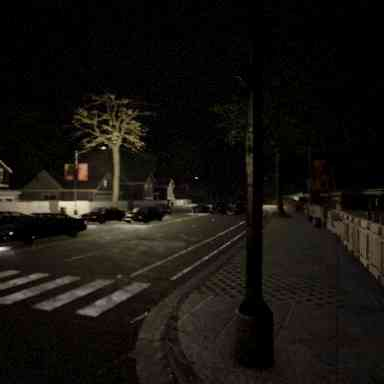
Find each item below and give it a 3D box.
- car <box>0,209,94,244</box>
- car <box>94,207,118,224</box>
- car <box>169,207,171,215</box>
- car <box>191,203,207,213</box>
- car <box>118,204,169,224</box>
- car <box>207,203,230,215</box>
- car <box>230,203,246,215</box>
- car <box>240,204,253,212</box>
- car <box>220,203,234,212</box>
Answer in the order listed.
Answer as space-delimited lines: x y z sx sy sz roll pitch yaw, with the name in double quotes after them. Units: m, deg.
-7.833 1.789 17.488 2.033 1.411 5.357 0 -1 21 "car"
-7.704 1.991 29.175 2.033 1.411 5.357 0 -1 17 "car"
-4.066 2.217 42.383 1.812 1.442 4.674 0 0 15 "car"
1.357 2.410 50.372 2.033 1.411 5.357 0 -1 13 "car"
-4.157 2.025 29.727 2.033 1.411 5.357 0 -1 16 "car"
3.671 2.309 45.876 1.837 1.490 4.892 0 -1 12 "car"
6.887 2.368 45.426 2.033 1.411 5.357 0 -1 14 "car"
9.060 2.596 54.886 1.895 1.301 4.718 0 -1 12 "car"
5.883 2.548 55.568 1.994 1.385 4.181 0 -1 12 "car"
